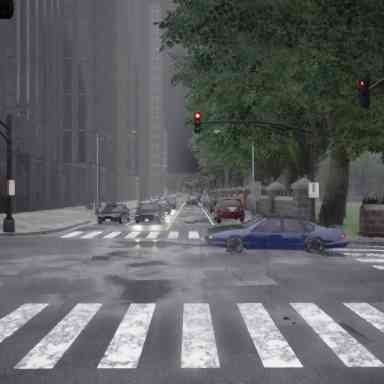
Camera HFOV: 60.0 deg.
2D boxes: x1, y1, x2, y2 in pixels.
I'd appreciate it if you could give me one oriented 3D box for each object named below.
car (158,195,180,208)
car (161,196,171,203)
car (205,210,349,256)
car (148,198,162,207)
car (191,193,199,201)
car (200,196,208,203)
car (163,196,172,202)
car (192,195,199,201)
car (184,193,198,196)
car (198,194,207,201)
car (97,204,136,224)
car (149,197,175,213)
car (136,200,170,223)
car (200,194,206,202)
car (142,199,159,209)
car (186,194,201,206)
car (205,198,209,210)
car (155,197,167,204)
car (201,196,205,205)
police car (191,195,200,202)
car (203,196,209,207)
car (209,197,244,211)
[{"bbox_3d":[-3.135,1.524,45.514,2.128,1.511,4.902,0,0,0],"label":"car"},{"bbox_3d":[-5.836,1.611,74.204,1.887,1.381,4.507,0,0,0],"label":"car"},{"bbox_3d":[3.232,1.637,13.180,5.357,1.411,2.033,1,0,0],"label":"car"},{"bbox_3d":[-5.814,1.622,52.376,1.802,1.307,4.206,0,0,0],"label":"car"},{"bbox_3d":[0.809,1.320,91.794,2.150,2.045,5.566,0,0,0],"label":"car"},{"bbox_3d":[2.688,1.592,74.387,1.752,1.417,4.829,0,0,0],"label":"car"},{"bbox_3d":[-5.842,1.620,79.662,1.887,1.381,4.507,0,0,0],"label":"car"},{"bbox_3d":[0.814,1.592,85.763,1.837,1.490,4.892,0,0,0],"label":"car"},{"bbox_3d":[0.025,1.407,65.015,2.097,1.767,4.553,0,0,0],"label":"car"},{"bbox_3d":[2.677,1.399,85.131,2.192,1.841,5.009,0,0,0],"label":"car"},{"bbox_3d":[-5.787,1.576,25.091,1.947,1.339,4.313,0,0,0],"label":"car"},{"bbox_3d":[-3.121,1.547,35.247,1.812,1.442,4.674,0,0,0],"label":"car"},{"bbox_3d":[-3.126,1.559,25.610,2.033,1.411,5.357,0,0,0],"label":"car"},{"bbox_3d":[2.711,1.481,52.392,1.967,1.590,4.097,0,0,0],"label":"car"},{"bbox_3d":[-5.809,1.616,46.919,1.802,1.307,4.206,0,0,0],"label":"car"},{"bbox_3d":[0.045,1.570,55.252,1.812,1.442,4.674,0,0,0],"label":"car"},{"bbox_3d":[2.727,1.588,36.022,1.947,1.339,4.313,0,0,0],"label":"car"},{"bbox_3d":[-5.825,1.635,63.291,1.802,1.307,4.206,0,0,0],"label":"car"},{"bbox_3d":[2.716,1.585,46.935,2.008,1.369,4.403,0,0,0],"label":"car"},{"bbox_3d":[0.825,1.495,75.873,1.930,1.638,5.238,0,0,0],"label":"police car"},{"bbox_3d":[2.722,1.579,41.478,2.008,1.369,4.403,0,0,0],"label":"car"},{"bbox_3d":[2.739,1.326,25.109,2.192,1.841,5.009,0,0,0],"label":"car"}]
